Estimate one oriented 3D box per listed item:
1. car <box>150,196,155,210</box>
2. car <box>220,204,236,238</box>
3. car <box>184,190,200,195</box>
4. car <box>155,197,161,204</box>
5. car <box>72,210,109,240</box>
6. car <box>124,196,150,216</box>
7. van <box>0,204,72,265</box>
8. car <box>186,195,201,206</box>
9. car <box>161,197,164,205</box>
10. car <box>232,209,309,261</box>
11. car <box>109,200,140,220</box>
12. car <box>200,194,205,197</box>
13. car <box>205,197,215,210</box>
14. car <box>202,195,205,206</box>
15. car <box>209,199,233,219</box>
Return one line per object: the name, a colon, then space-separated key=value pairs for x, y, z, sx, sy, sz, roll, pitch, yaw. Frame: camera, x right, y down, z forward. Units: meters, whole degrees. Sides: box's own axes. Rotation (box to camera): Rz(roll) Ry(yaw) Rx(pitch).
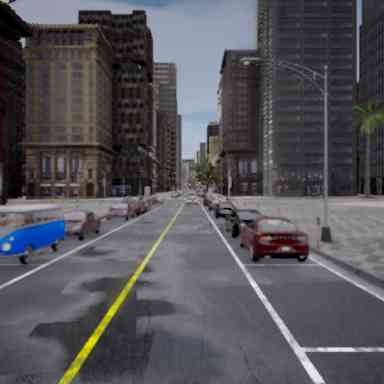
car: x=-5.749 y=1.404 z=37.884 sx=1.967 sy=1.590 sz=4.097 roll=0 pitch=0 yaw=0
car: x=2.769 y=1.554 z=17.439 sx=1.947 sy=1.339 sz=4.313 roll=0 pitch=0 yaw=0
car: x=0.019 y=1.097 z=64.319 sx=2.150 sy=2.045 sz=5.566 roll=0 pitch=0 yaw=0
car: x=-7.482 y=1.315 z=51.288 sx=4.403 sy=1.369 sz=2.008 roll=-1 pitch=1 yaw=-9
car: x=-5.756 y=1.571 z=16.680 sx=1.802 sy=1.307 sz=4.206 roll=0 pitch=0 yaw=0
car: x=-5.751 y=1.289 z=32.582 sx=2.192 sy=1.841 sz=5.009 roll=0 pitch=0 yaw=0
van: x=-5.757 y=1.333 z=11.379 sx=1.690 sy=1.788 sz=3.998 roll=0 pitch=0 yaw=0
car: x=0.016 y=1.517 z=54.146 sx=1.895 sy=1.301 sz=4.718 roll=0 pitch=0 yaw=0
car: x=-5.743 y=1.487 z=57.213 sx=1.802 sy=1.307 sz=4.206 roll=0 pitch=0 yaw=0
car: x=2.768 y=1.536 z=12.040 sx=1.887 sy=1.381 sz=4.507 roll=0 pitch=0 yaw=0
car: x=-5.753 y=1.562 z=27.282 sx=1.802 sy=1.307 sz=4.206 roll=0 pitch=0 yaw=0
car: x=2.783 y=1.470 z=57.205 sx=1.947 sy=1.339 sz=4.313 roll=0 pitch=0 yaw=0
car: x=2.777 y=1.544 z=39.038 sx=1.802 sy=1.307 sz=4.206 roll=0 pitch=0 yaw=0
car: x=2.781 y=1.498 z=49.839 sx=1.947 sy=1.339 sz=4.313 roll=0 pitch=0 yaw=0
car: x=2.772 y=1.545 z=28.238 sx=1.947 sy=1.339 sz=4.313 roll=0 pitch=0 yaw=0
